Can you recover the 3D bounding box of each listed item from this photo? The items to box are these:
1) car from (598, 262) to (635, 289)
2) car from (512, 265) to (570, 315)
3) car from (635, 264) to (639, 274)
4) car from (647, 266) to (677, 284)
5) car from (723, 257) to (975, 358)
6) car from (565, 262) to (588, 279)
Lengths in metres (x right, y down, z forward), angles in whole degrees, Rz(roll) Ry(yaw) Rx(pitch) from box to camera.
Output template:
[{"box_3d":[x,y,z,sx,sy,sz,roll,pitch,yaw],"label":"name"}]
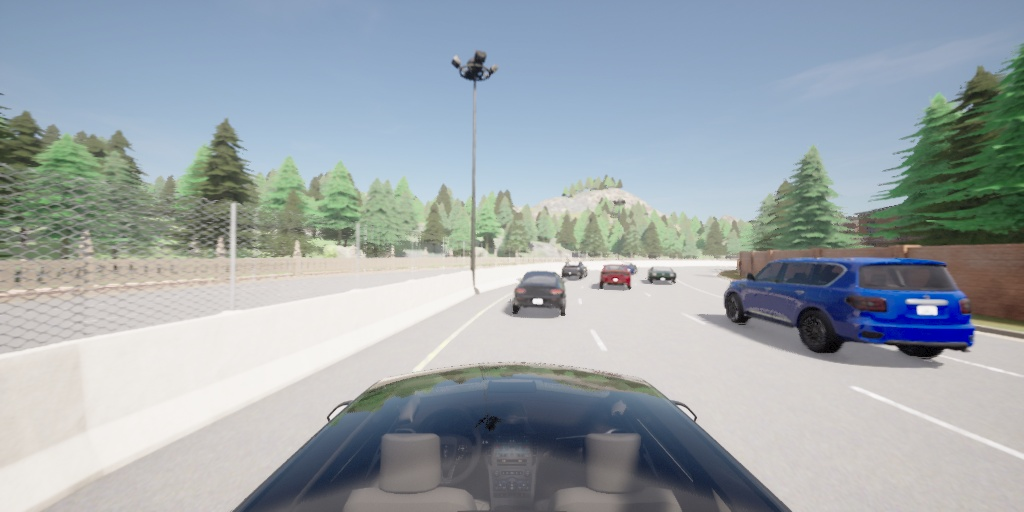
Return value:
[{"box_3d":[6.786,1.253,23.784,1.882,1.535,5.008,1,0,14],"label":"car"},{"box_3d":[1.114,1.259,13.552,1.812,1.442,4.674,1,0,8],"label":"car"},{"box_3d":[13.135,1.372,40.763,1.994,1.385,4.181,1,0,26],"label":"car"},{"box_3d":[11.794,1.424,28.485,1.895,1.301,4.718,1,0,18],"label":"car"},{"box_3d":[7.585,1.045,9.001,2.150,2.045,5.566,1,0,6],"label":"car"},{"box_3d":[5.650,1.231,32.053,2.128,1.511,4.902,1,0,19],"label":"car"}]
